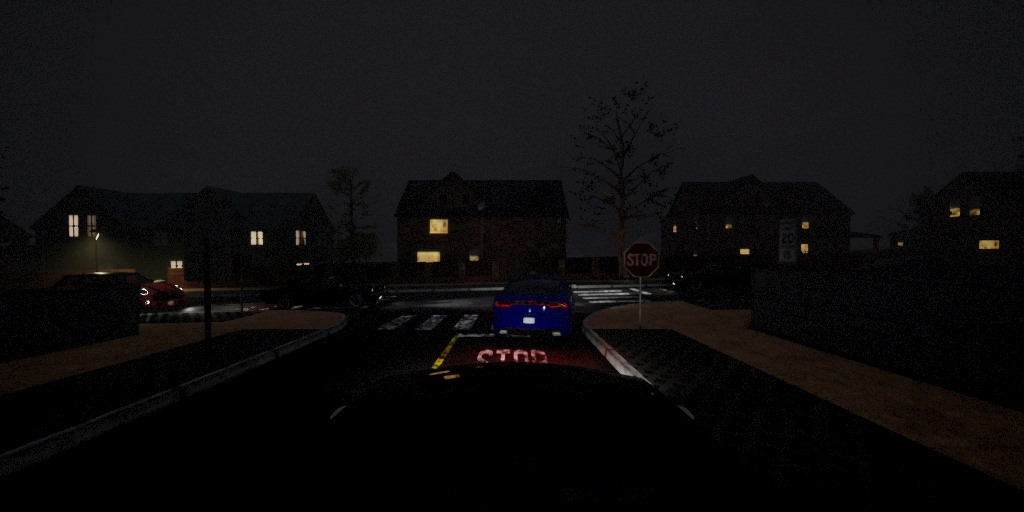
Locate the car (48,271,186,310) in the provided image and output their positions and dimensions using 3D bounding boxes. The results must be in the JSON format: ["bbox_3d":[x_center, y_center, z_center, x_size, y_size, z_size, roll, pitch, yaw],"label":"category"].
[{"bbox_3d":[-16.806,1.471,15.282,4.553,1.767,2.097,-1,1,0],"label":"car"}]

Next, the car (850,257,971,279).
[{"bbox_3d":[20.047,0.753,18.271,5.357,1.411,2.033,-1,1,0],"label":"car"}]

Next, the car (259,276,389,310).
[{"bbox_3d":[-7.819,1.506,15.294,4.718,1.301,1.895,-1,1,0],"label":"car"}]

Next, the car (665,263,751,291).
[{"bbox_3d":[10.402,1.034,18.230,4.718,1.301,1.895,-1,1,-1],"label":"car"}]

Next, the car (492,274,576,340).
[{"bbox_3d":[0.782,1.226,10.090,1.882,1.535,5.008,0,0,10],"label":"car"}]
